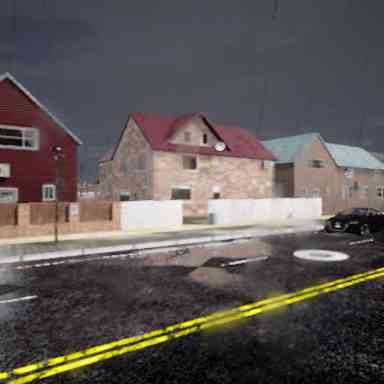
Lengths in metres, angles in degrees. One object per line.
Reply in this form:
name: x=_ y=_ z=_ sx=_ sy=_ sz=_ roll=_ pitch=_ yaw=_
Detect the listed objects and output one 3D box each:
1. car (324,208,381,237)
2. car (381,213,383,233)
car: x=9.071 y=1.566 z=18.146 sx=4.181 sy=1.385 sz=1.994 roll=0 pitch=0 yaw=-35
car: x=10.963 y=1.565 z=15.505 sx=4.181 sy=1.385 sz=1.994 roll=0 pitch=0 yaw=-36
